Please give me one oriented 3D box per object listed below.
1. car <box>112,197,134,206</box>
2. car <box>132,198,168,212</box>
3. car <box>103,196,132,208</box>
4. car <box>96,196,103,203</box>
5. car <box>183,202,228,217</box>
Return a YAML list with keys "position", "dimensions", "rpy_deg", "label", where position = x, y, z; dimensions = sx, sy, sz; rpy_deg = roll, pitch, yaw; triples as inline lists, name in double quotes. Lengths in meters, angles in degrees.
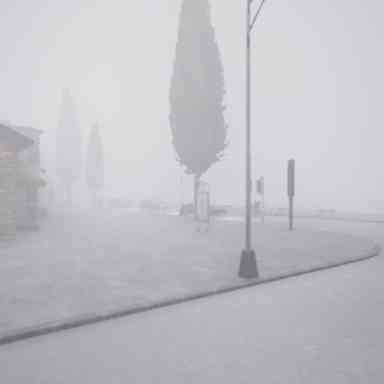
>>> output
- position: [-11.754, 1.611, 56.337]
  dimensions: [1.895, 1.301, 4.718]
  rpy_deg: [0, 0, -35]
  label: "car"
- position: [-4.672, 1.499, 39.195]
  dimensions: [2.128, 1.511, 4.902]
  rpy_deg: [0, 0, -35]
  label: "car"
- position: [-10.660, 1.513, 47.632]
  dimensions: [1.837, 1.490, 4.892]
  rpy_deg: [0, 0, -35]
  label: "car"
- position: [-17.538, 1.558, 64.432]
  dimensions: [2.033, 1.411, 5.357]
  rpy_deg: [0, 0, -36]
  label: "car"
- position: [1.003, 1.554, 31.234]
  dimensions: [2.033, 1.411, 5.357]
  rpy_deg: [0, 0, -36]
  label: "car"
